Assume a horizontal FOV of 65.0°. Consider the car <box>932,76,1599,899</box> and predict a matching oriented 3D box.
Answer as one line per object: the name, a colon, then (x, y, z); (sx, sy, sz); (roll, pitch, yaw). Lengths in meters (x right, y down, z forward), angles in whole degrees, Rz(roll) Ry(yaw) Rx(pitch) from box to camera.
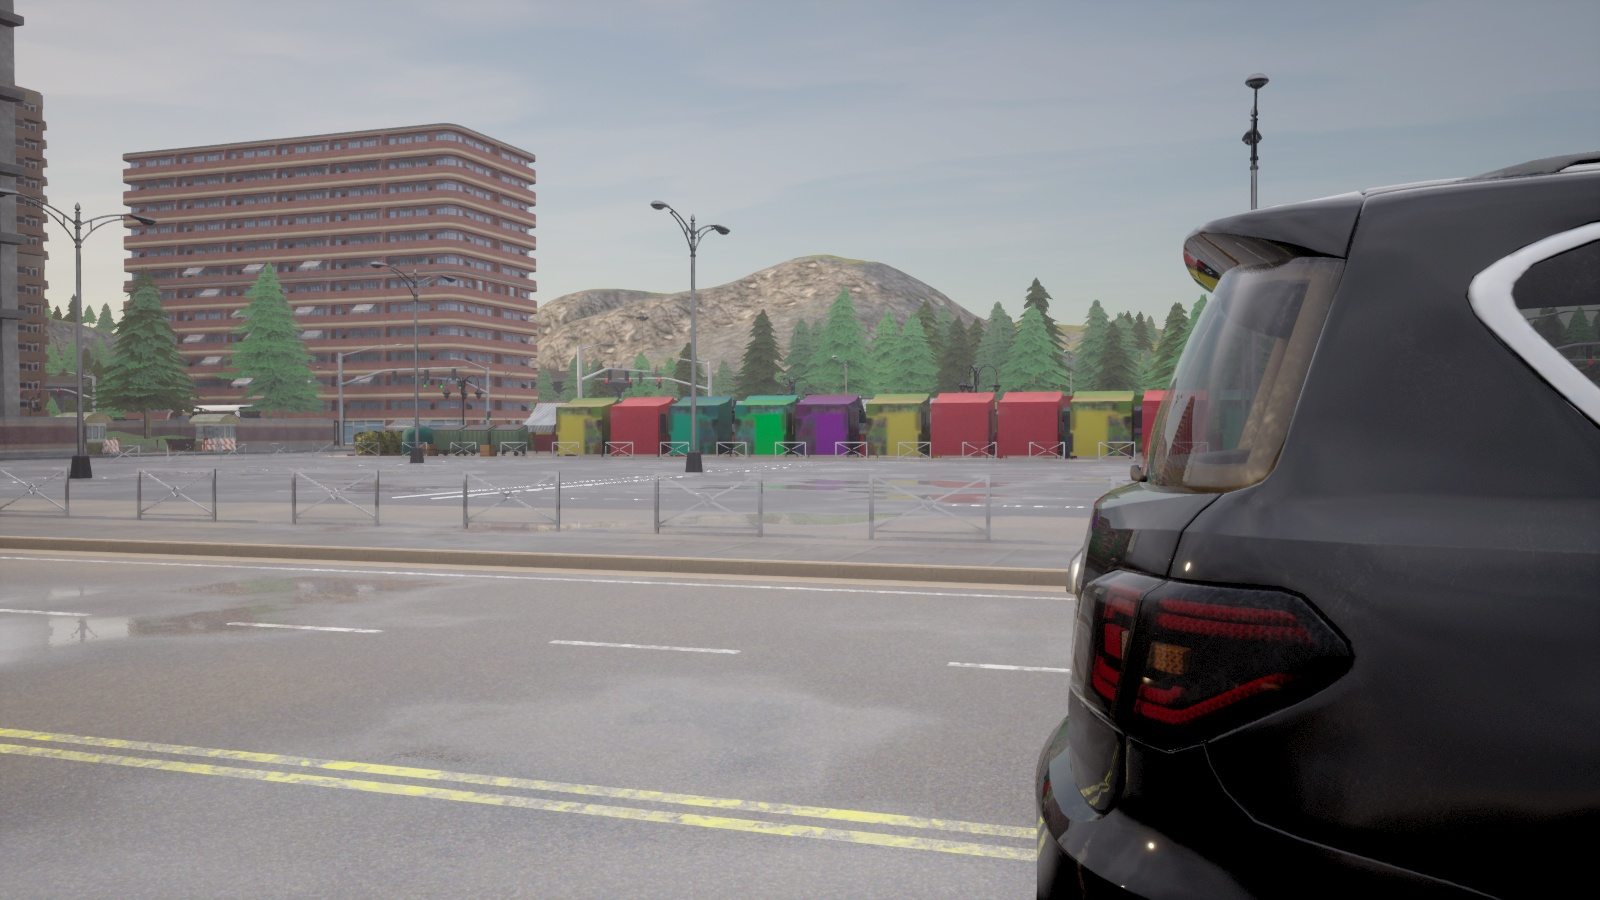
car: (3.190, 0.524, 2.115); (5.566, 2.045, 2.150); (1, 1, 19)
